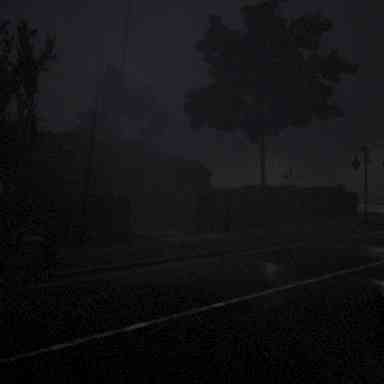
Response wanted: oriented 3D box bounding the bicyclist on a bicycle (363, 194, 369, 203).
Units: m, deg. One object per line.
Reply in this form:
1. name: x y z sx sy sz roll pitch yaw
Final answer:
1. bicyclist on a bicycle: 29.355 1.090 56.203 1.656 1.620 0.582 -6 -7 -37
